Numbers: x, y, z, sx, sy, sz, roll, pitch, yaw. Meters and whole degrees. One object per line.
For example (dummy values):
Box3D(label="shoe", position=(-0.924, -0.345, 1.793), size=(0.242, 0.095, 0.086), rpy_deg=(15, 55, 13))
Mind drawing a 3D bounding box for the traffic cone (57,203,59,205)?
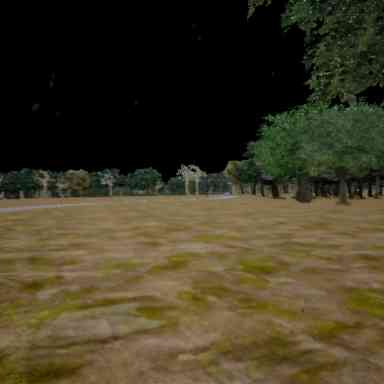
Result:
Box3D(label="traffic cone", position=(-23.259, 1.958, 57.777), size=(0.340, 0.580, 0.340), rpy_deg=(-1, 0, 25))
